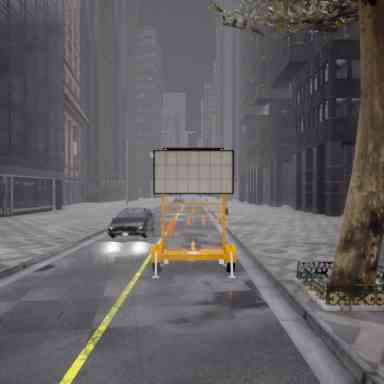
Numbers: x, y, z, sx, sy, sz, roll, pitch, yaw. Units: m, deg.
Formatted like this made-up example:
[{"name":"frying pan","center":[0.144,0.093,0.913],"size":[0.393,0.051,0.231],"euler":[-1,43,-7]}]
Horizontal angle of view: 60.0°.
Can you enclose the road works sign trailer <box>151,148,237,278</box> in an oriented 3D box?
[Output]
[{"name":"road works sign trailer","center":[0.046,0.465,10.099],"size":[2.380,3.560,2.880],"euler":[0,0,0]}]

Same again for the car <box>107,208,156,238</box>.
[{"name":"car","center":[-3.046,1.555,17.869],"size":[2.033,1.411,5.357],"euler":[0,0,0]}]

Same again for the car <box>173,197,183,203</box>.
[{"name":"car","center":[-2.785,1.674,68.691],"size":[1.994,1.385,4.181],"euler":[0,0,0]}]
